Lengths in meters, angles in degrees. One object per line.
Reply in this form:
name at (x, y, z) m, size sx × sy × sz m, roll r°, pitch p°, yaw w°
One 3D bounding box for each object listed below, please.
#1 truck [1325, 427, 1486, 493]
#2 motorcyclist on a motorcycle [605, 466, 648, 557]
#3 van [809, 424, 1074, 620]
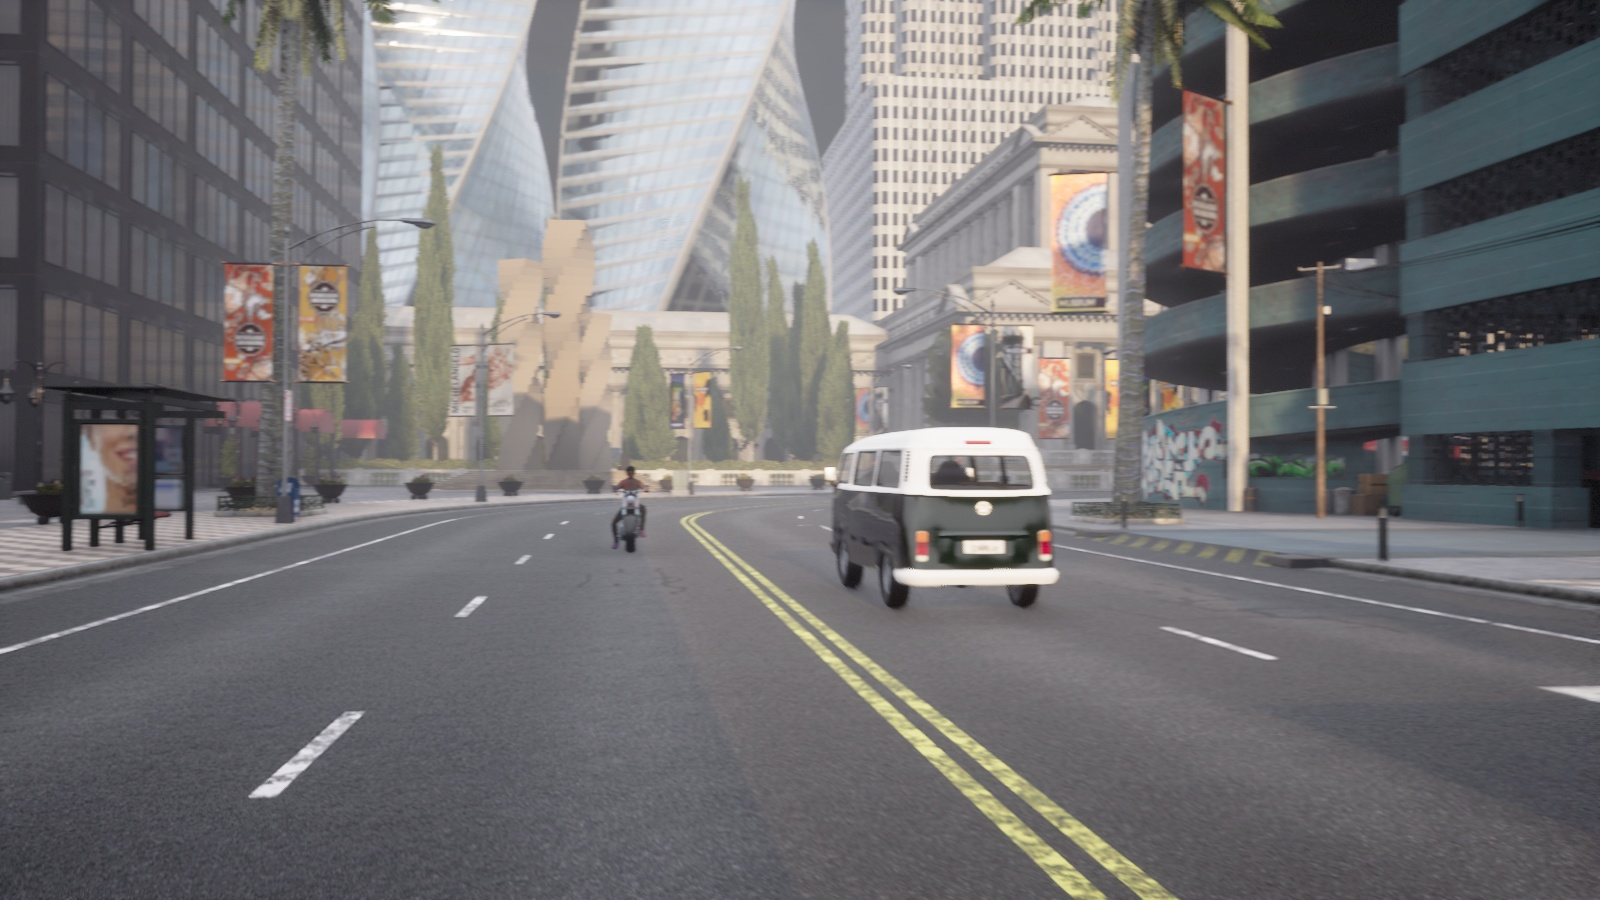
truck at (36.261, 0.613, 75.292) m, size 8.468 × 3.827 × 2.891 m, roll 0°, pitch -1°, yaw -8°
motorcyclist on a motorcycle at (-3.341, 1.143, 24.156) m, size 0.766 × 1.649 × 2.350 m, roll 0°, pitch -1°, yaw -8°
van at (1.526, 0.764, 15.451) m, size 2.069 × 2.038 × 4.480 m, roll 0°, pitch 0°, yaw -10°
